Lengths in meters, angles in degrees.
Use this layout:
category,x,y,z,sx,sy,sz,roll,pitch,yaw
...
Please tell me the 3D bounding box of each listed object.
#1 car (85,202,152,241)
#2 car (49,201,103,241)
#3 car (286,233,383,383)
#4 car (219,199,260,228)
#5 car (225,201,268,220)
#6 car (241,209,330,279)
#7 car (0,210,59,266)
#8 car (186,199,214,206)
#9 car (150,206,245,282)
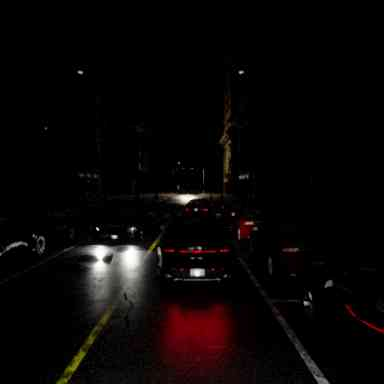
category,x,y,z,sx,sy,sz,roll,pitch,yaw
car,-2.996,1.319,15.570,2.033,1.411,5.357,0,1,0
car,-5.745,1.330,15.012,2.008,1.369,4.403,-1,1,0
car,2.759,1.505,3.987,1.947,1.339,4.313,-1,1,0
car,2.790,1.244,20.501,1.887,1.381,4.507,-1,1,0
car,2.780,1.324,14.996,1.887,1.381,4.507,-1,1,0
car,2.770,1.404,9.491,1.887,1.381,4.507,-1,1,0
car,-5.755,1.425,9.508,1.947,1.339,4.313,-1,1,0
car,0.544,1.187,24.597,2.033,1.411,5.357,0,1,6
car,0.118,1.368,9.285,1.837,1.490,4.892,0,1,0
